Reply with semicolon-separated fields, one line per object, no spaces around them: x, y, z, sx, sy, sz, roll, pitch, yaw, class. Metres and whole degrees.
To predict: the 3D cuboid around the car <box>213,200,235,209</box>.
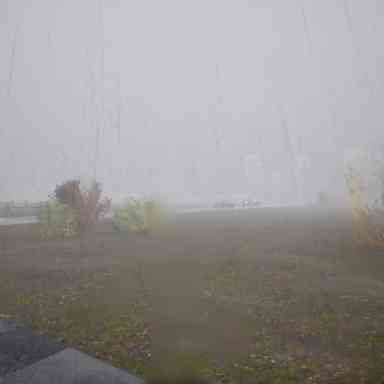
5.327;2.014;54.885;2.128;1.511;4.902;-1;-1;36;car

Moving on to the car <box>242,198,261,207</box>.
11.312;1.989;63.304;2.097;1.767;4.553;-1;-1;36;car
